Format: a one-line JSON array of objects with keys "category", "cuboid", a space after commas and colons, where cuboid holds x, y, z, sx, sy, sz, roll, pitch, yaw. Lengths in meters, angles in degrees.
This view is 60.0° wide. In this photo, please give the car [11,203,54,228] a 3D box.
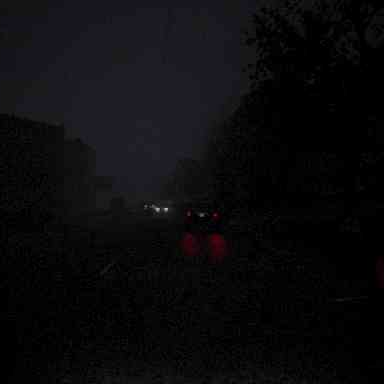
[{"category": "car", "cuboid": [-11.417, 1.492, 21.205, 4.892, 1.521, 2.231, -1, 0, -20]}]

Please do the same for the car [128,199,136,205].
[{"category": "car", "cuboid": [-11.959, 2.124, 76.716, 2.097, 1.535, 5.008, -1, 0, -41]}]

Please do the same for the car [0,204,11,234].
[{"category": "car", "cuboid": [-11.426, 1.491, 15.342, 4.892, 1.521, 2.231, -1, 0, -20]}]

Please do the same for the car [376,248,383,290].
[{"category": "car", "cuboid": [6.374, 1.236, 6.557, 5.566, 2.045, 2.435, 1, 0, -20]}]

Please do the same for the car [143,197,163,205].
[{"category": "car", "cuboid": [-8.440, 1.988, 72.261, 2.231, 1.521, 4.892, -1, -1, -35]}]

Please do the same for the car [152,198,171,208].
[{"category": "car", "cuboid": [-4.543, 1.724, 50.283, 2.033, 1.411, 5.357, 0, -1, -5]}]

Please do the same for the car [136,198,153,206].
[{"category": "car", "cuboid": [-9.109, 1.934, 66.266, 1.882, 1.535, 5.008, 0, -1, -25]}]

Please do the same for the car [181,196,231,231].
[{"category": "car", "cuboid": [1.098, 1.351, 20.962, 2.097, 1.767, 4.553, 1, 0, 15]}]

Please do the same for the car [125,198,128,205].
[{"category": "car", "cuboid": [-15.787, 2.310, 81.150, 4.892, 1.521, 2.231, -4, -2, 42]}]

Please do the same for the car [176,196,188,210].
[{"category": "car", "cuboid": [-0.661, 1.592, 44.946, 2.097, 1.535, 5.008, 0, -1, -1]}]

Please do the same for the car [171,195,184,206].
[{"category": "car", "cuboid": [-3.479, 1.833, 62.092, 2.231, 1.521, 4.892, 0, 0, -18]}]
